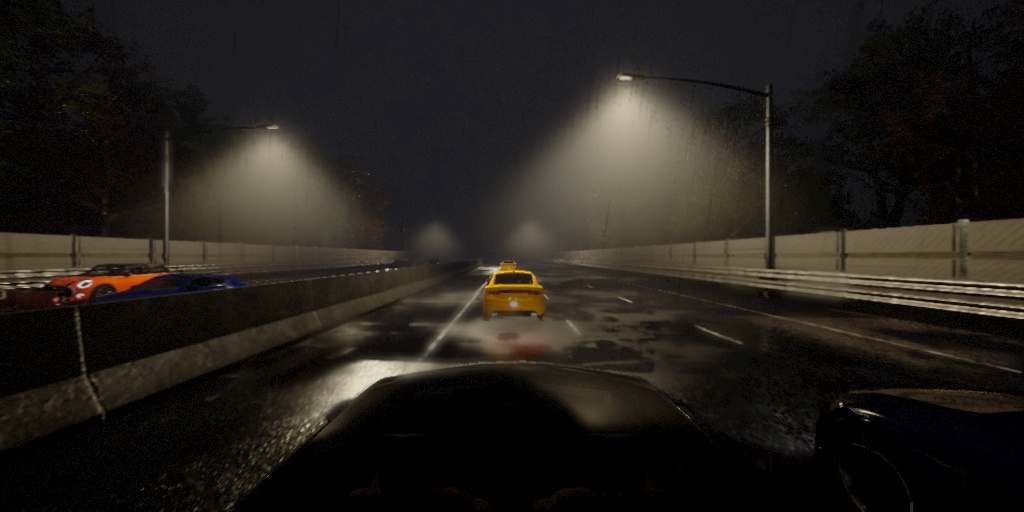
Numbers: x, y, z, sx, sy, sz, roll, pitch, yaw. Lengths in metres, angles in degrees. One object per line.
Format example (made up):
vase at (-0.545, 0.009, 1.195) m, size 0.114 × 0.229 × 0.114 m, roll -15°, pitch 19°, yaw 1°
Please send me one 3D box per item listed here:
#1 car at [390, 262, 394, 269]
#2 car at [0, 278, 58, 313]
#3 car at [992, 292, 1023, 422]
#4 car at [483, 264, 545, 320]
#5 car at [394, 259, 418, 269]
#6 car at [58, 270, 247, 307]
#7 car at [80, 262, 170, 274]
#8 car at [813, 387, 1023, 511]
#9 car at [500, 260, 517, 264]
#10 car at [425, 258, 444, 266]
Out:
car at (-18.467, 1.293, 58.671) m, size 1.812 × 1.442 × 4.674 m, roll 0°, pitch 0°, yaw -1°
car at (-14.118, 1.302, 8.111) m, size 2.033 × 1.411 × 5.357 m, roll 0°, pitch 0°, yaw 0°
car at (7.093, 1.226, 2.094) m, size 1.882 × 1.535 × 5.008 m, roll 0°, pitch 0°, yaw 0°
car at (0.055, 1.232, 12.679) m, size 1.882 × 1.535 × 5.008 m, roll 0°, pitch 0°, yaw 0°
car at (-14.775, 1.329, 51.032) m, size 1.994 × 1.385 × 4.181 m, roll 0°, pitch 0°, yaw -1°
car at (-10.637, 1.281, 11.495) m, size 1.812 × 1.442 × 4.674 m, roll 0°, pitch 0°, yaw 0°
car at (-17.669, 1.109, 16.037) m, size 2.097 × 1.767 × 4.553 m, roll 0°, pitch 0°, yaw -1°
car at (3.592, 1.313, 1.342) m, size 1.994 × 1.385 × 4.181 m, roll 0°, pitch 0°, yaw 0°
car at (-0.410, 1.243, 43.518) m, size 1.882 × 1.535 × 5.008 m, roll 0°, pitch 0°, yaw -1°
car at (-11.328, 1.118, 52.791) m, size 2.097 × 1.767 × 4.553 m, roll 0°, pitch 0°, yaw -1°
